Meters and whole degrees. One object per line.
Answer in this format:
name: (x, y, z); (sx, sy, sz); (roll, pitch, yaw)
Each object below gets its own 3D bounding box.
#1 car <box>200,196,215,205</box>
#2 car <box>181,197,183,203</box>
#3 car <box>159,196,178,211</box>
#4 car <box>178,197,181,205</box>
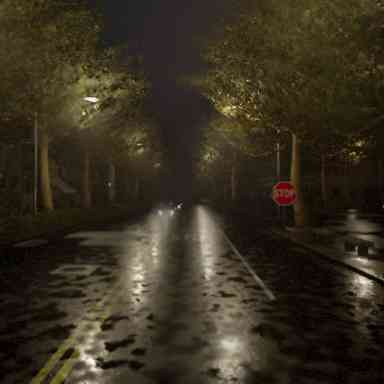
car: (3.076, 1.842, 72.285); (2.435, 2.045, 5.566); (0, 0, 0)
car: (-3.477, 2.205, 71.835); (1.895, 1.301, 4.718); (0, 0, 0)
car: (-3.576, 1.762, 48.261); (2.097, 1.767, 4.553); (0, 0, 0)
car: (-3.549, 2.062, 60.666); (2.033, 1.411, 5.357); (0, 0, 0)
